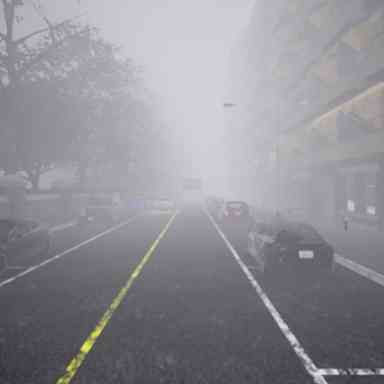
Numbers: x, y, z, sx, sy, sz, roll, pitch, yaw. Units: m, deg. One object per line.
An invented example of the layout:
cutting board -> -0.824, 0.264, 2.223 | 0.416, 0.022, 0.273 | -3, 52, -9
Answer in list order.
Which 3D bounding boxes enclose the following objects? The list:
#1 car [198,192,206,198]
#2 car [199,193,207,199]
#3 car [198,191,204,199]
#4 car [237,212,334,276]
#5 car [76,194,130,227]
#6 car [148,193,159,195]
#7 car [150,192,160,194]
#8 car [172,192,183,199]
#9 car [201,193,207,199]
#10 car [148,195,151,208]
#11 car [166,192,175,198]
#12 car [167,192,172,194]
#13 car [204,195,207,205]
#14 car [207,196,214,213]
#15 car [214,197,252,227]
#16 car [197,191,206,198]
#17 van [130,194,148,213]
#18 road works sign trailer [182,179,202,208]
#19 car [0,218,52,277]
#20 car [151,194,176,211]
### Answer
car -> 2.670, 0.819, 88.722 | 1.967, 1.590, 4.097 | 0, 0, 0
car -> 2.671, 0.957, 83.094 | 1.887, 1.381, 4.507 | 0, 0, 0
car -> 2.673, 0.991, 77.463 | 1.887, 1.381, 4.507 | 0, 0, 0
car -> 2.688, 1.485, 9.902 | 1.947, 1.339, 4.313 | 0, 0, 0
car -> -5.694, 1.147, 21.157 | 2.192, 1.841, 5.009 | 0, 0, 0
car -> -5.700, 1.215, 43.680 | 1.887, 1.381, 4.507 | 0, 0, 0
car -> -5.701, 0.946, 49.310 | 2.192, 1.841, 5.009 | 0, 0, 0
car -> -3.017, 0.728, 77.974 | 1.882, 1.535, 5.008 | 0, 0, 0
car -> 2.679, 1.197, 49.314 | 1.947, 1.339, 4.313 | 0, 0, 0
car -> -5.699, 1.292, 38.049 | 1.802, 1.307, 4.206 | 0, 0, 0
car -> -5.711, 0.819, 88.719 | 1.967, 1.590, 4.097 | 0, 0, 0
car -> -5.710, 0.853, 83.091 | 1.967, 1.590, 4.097 | 0, 0, 0
car -> 2.682, 1.292, 38.052 | 1.802, 1.307, 4.206 | 0, 0, 0
car -> 2.683, 1.274, 32.591 | 1.752, 1.417, 4.829 | 0, 0, 0
car -> 2.686, 1.273, 21.160 | 1.967, 1.590, 4.097 | 0, 0, 0
car -> 2.667, 0.660, 94.352 | 2.192, 1.841, 5.009 | 0, 0, 0
van -> -5.697, 1.091, 32.417 | 1.690, 1.788, 3.998 | 0, 0, 0
road works sign trailer -> -0.009, 0.153, 41.065 | 2.380, 3.560, 2.880 | 0, 0, 0
car -> -5.692, 1.485, 9.900 | 1.947, 1.339, 4.313 | 0, 0, 0
car -> -3.103, 1.246, 36.556 | 1.812, 1.442, 4.674 | 0, 0, 0
